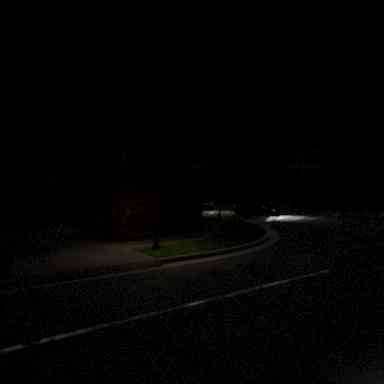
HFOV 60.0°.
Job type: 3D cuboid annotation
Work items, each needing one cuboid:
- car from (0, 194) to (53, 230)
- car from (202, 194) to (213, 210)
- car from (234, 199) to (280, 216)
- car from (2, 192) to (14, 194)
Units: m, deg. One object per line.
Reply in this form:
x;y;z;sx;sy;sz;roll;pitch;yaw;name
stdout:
-9.530;1.109;18.922;2.152;1.636;5.027;0;0;-35;car
0.055;0.893;36.678;2.150;2.045;5.566;0;1;-33;car
5.550;1.299;28.808;1.994;1.385;4.181;0;1;-35;car
-13.956;0.902;25.186;1.932;1.855;4.605;0;0;-35;car
